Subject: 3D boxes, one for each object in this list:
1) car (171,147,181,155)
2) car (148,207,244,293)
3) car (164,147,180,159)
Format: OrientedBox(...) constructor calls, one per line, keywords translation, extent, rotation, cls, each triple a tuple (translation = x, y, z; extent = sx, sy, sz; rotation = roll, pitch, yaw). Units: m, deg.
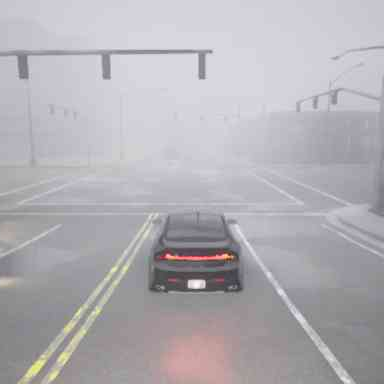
OrientedBox(translation=(-3.495, -8.984, 72.699), extent=(2.033, 1.411, 5.357), rotation=(0, 9, 0), cls="car")
OrientedBox(translation=(0.072, 1.124, 8.026), extent=(1.837, 1.490, 4.892), rotation=(0, 4, 0), cls="car")
OrientedBox(translation=(-3.556, -6.752, 57.090), extent=(2.150, 2.045, 5.566), rotation=(0, 9, 0), cls="car")
